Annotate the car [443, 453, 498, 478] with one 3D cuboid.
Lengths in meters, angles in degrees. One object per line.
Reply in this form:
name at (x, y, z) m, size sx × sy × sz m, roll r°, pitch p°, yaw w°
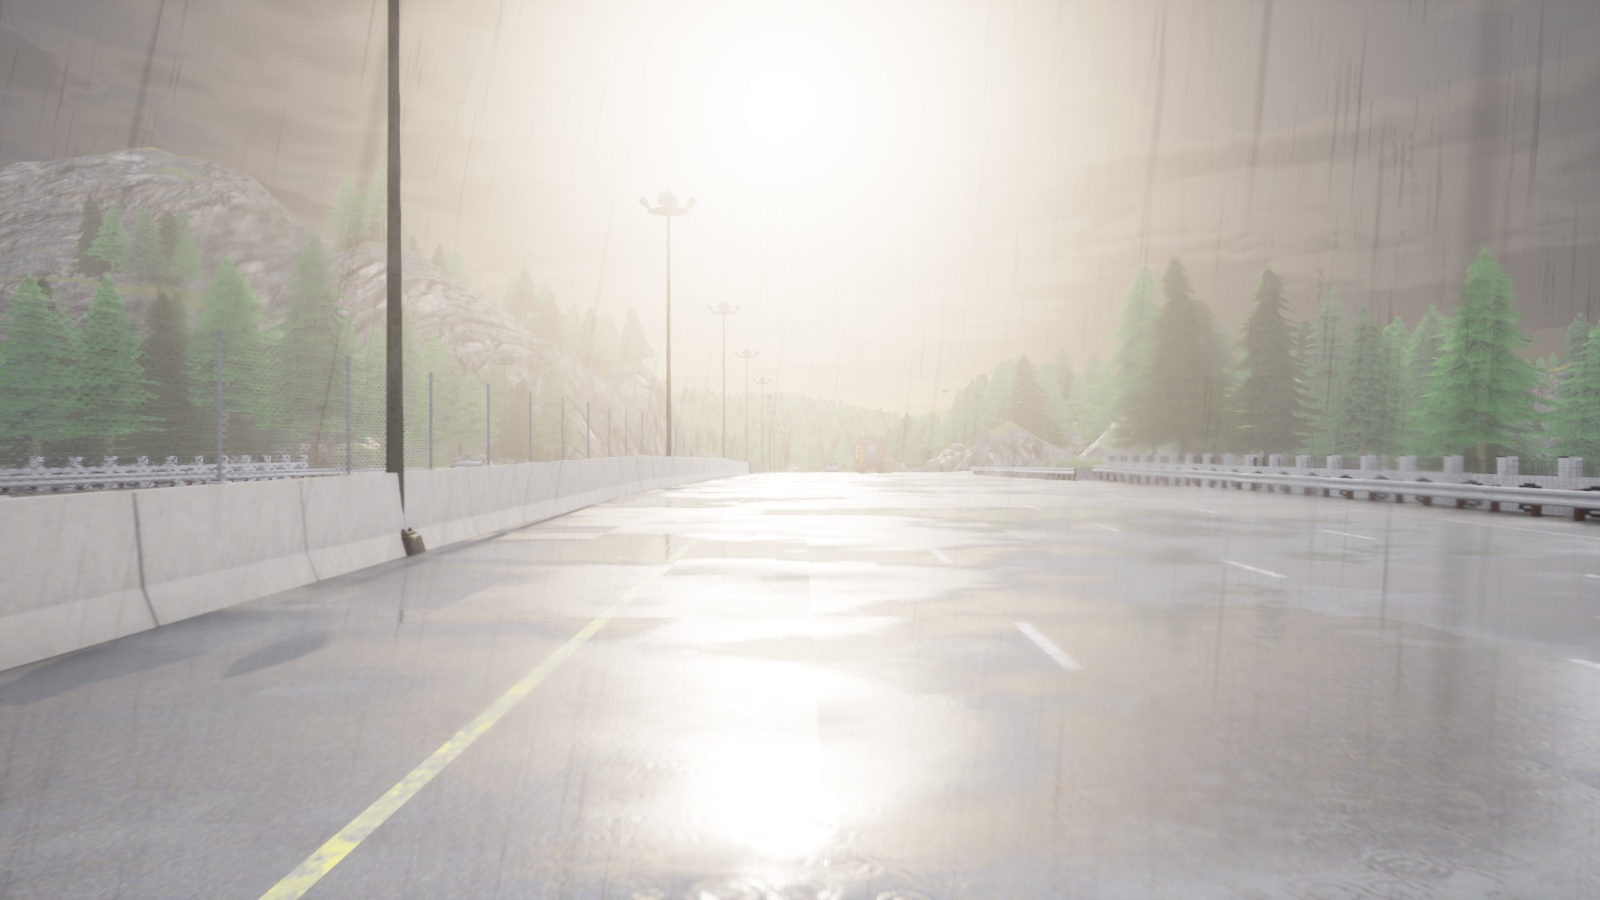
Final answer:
car at (-20.539, 0.971, 78.427) m, size 2.128 × 1.511 × 4.902 m, roll 0°, pitch -1°, yaw 0°
